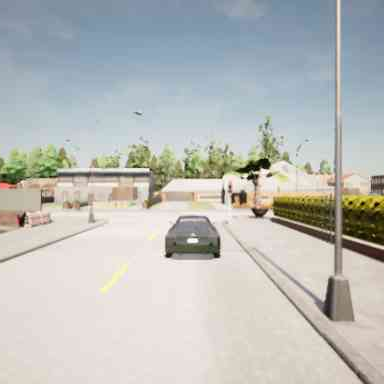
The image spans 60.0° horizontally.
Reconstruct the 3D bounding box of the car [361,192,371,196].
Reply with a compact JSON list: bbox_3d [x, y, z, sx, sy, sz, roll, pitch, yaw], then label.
[{"bbox_3d":[37.995,1.019,71.955,1.905,1.878,3.866,0,0,0],"label":"car"}]

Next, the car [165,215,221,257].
[{"bbox_3d":[0.044,1.573,12.960,1.994,1.385,4.181,0,0,1],"label":"car"}]
